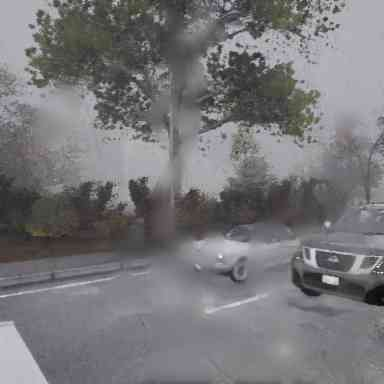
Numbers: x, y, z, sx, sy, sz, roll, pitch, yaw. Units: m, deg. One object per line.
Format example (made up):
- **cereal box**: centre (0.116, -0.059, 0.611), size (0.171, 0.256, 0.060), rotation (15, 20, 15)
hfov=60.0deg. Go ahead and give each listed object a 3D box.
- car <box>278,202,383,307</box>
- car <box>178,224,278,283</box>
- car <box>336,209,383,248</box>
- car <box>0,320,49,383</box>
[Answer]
- **car**: centre (4.672, 1.278, 7.838), size (5.566, 2.045, 2.150), rotation (1, -1, -39)
- **car**: centre (1.893, 1.673, 10.084), size (4.718, 1.301, 1.895), rotation (1, -1, -39)
- **car**: centre (9.086, 1.677, 16.414), size (4.892, 1.490, 1.837), rotation (1, -1, -43)
- **car**: centre (-3.306, 1.622, 1.629), size (4.718, 1.301, 1.895), rotation (0, 0, -38)
